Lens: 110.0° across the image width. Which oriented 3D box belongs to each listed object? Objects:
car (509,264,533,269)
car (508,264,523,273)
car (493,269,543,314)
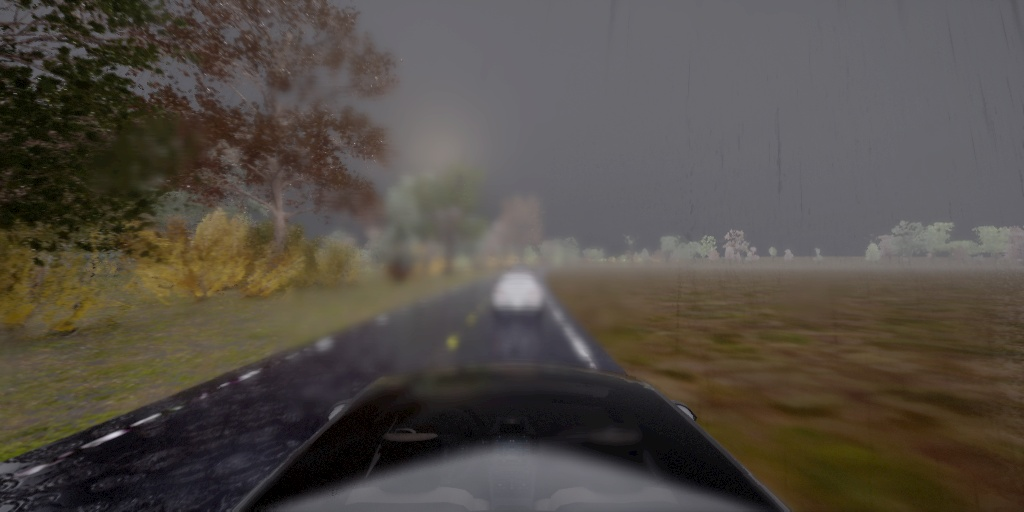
[{"bbox_3d":[0.912,1.464,28.886,2.097,1.767,4.553,0,-1,4],"label":"car"},{"bbox_3d":[0.658,2.070,60.064,2.033,1.411,5.357,0,-1,7],"label":"car"},{"bbox_3d":[0.282,1.449,14.682,1.812,1.442,4.674,0,-1,2],"label":"car"}]
